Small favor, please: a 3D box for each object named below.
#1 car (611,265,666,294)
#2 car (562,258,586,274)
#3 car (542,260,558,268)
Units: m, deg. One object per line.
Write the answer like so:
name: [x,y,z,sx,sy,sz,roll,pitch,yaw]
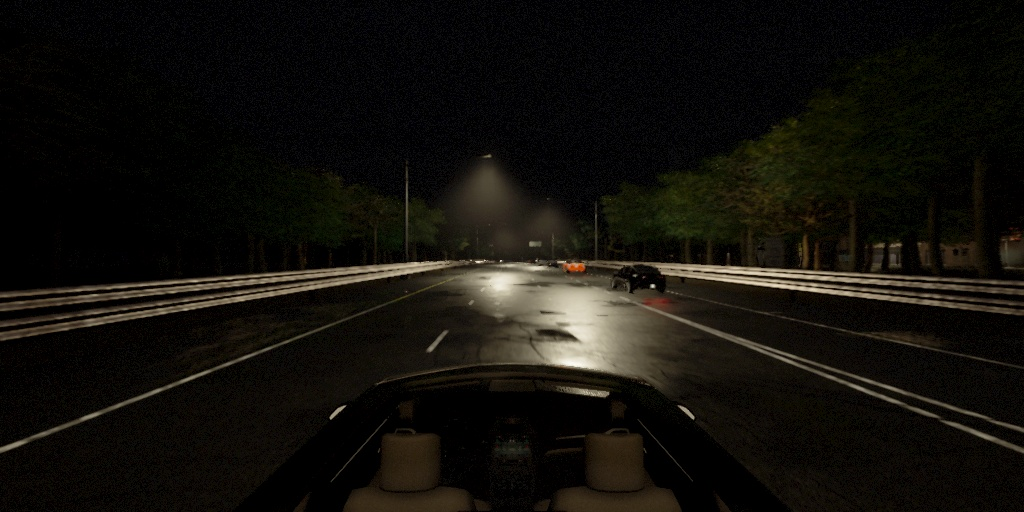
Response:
car: [7.026,1.252,20.336,1.837,1.490,4.892,0,0,0]
car: [7.053,1.113,41.229,2.097,1.767,4.553,0,0,0]
car: [7.153,1.443,64.620,2.033,1.411,5.357,0,-1,0]
